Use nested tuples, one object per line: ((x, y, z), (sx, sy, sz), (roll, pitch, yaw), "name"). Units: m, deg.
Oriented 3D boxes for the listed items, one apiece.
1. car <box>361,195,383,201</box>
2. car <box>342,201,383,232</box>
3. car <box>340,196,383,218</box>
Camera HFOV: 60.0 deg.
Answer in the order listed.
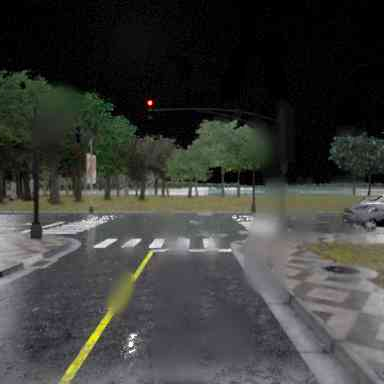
((15.859, 1.190, 26.313), (5.566, 2.045, 2.150), (0, 0, 0), "car")
((11.530, 1.498, 19.735), (4.902, 1.511, 2.128), (0, 0, 0), "car")
((15.874, 1.303, 29.562), (4.553, 1.767, 2.097), (0, 0, 0), "car")
